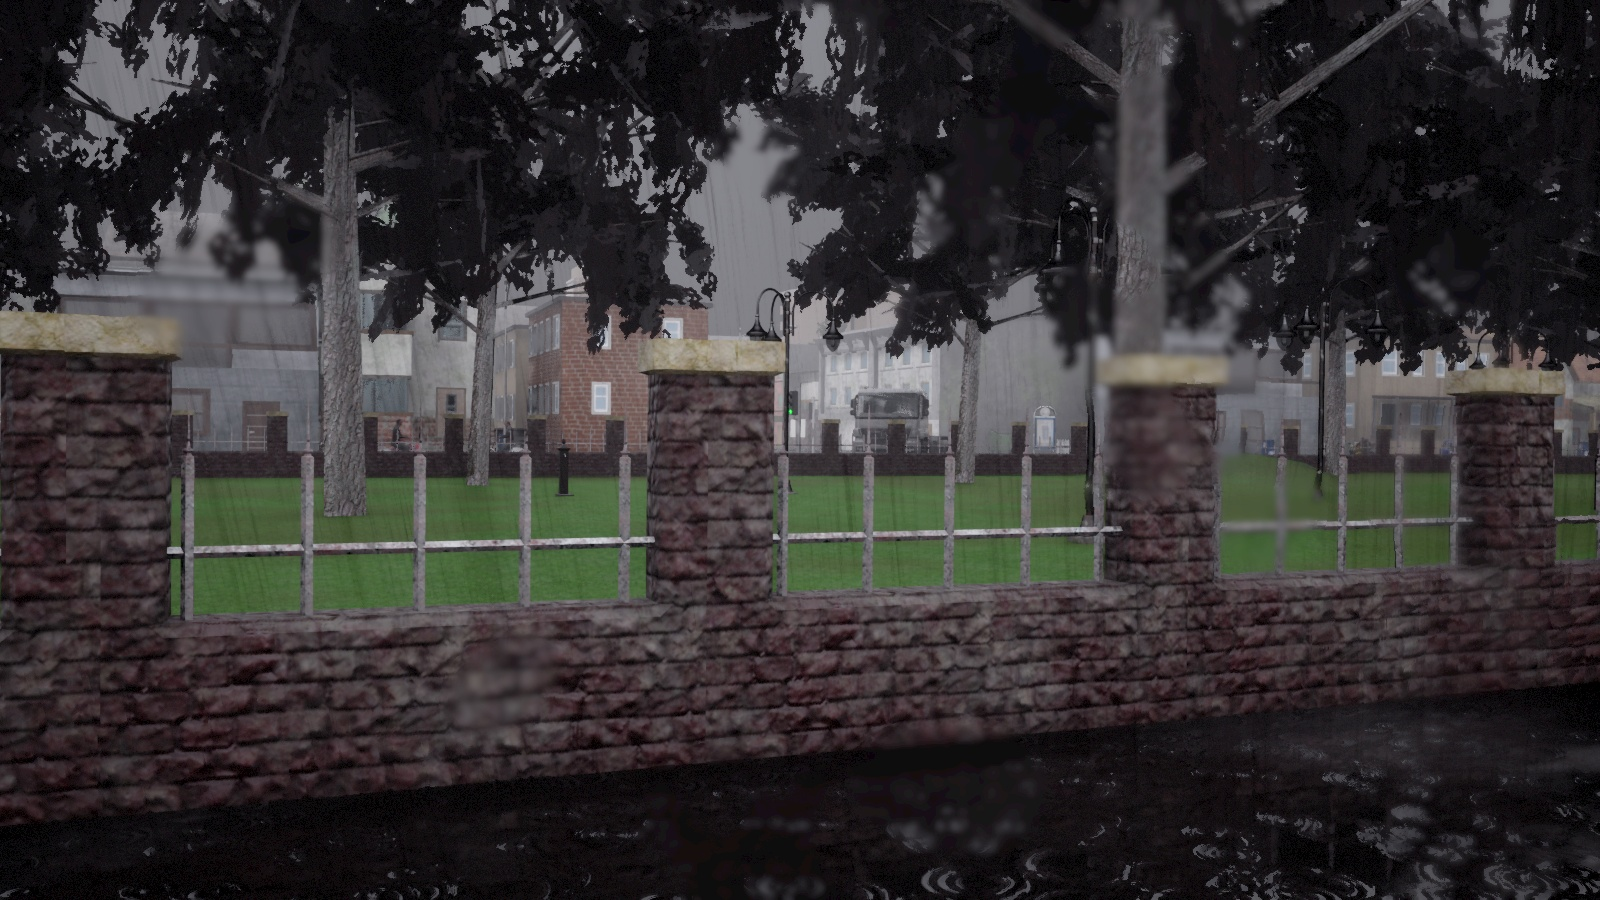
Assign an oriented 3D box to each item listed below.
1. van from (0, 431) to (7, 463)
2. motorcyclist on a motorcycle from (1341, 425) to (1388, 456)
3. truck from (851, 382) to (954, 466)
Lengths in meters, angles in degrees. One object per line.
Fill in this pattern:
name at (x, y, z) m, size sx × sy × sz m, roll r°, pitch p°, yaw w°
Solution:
van at (-50.693, -0.168, 77.829) m, size 1.775 × 1.987 × 4.442 m, roll -1°, pitch 1°, yaw -21°
motorcyclist on a motorcycle at (28.501, -0.507, 63.443) m, size 2.191 × 1.530 × 0.866 m, roll -1°, pitch 1°, yaw -21°
truck at (4.693, -1.142, 55.774) m, size 2.891 × 3.462 × 7.936 m, roll 0°, pitch 1°, yaw 17°
